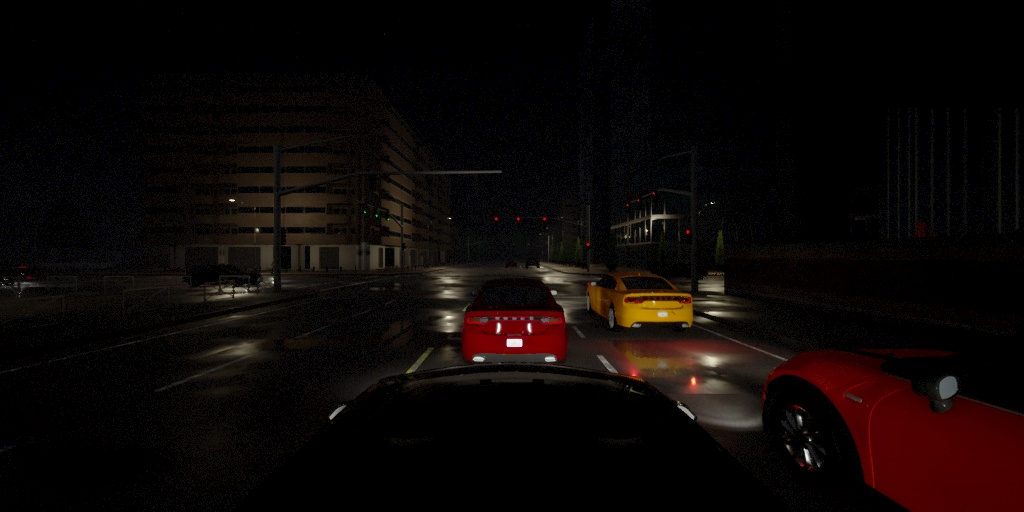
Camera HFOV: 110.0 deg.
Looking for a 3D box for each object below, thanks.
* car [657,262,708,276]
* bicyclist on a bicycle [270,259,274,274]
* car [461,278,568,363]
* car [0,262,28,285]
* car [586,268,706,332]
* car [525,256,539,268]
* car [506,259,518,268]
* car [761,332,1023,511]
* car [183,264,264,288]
[{"bbox_3d":[14.425,1.297,31.265,4.902,1.511,2.128,0,0,0],"label":"car"},{"bbox_3d":[-25.540,1.106,38.695,0.582,1.620,1.656,0,0,0],"label":"bicyclist on a bicycle"},{"bbox_3d":[0.058,1.228,8.164,1.882,1.535,5.008,0,0,0],"label":"car"},{"bbox_3d":[-36.586,1.310,24.257,4.892,1.490,1.837,0,0,0],"label":"car"},{"bbox_3d":[3.577,1.228,10.940,1.882,1.535,5.008,0,0,0],"label":"car"},{"bbox_3d":[3.385,0.971,60.722,2.150,2.045,5.566,0,0,1],"label":"car"},{"bbox_3d":[-0.092,1.275,62.439,1.812,1.442,4.674,0,0,1],"label":"car"},{"bbox_3d":[3.600,1.102,1.794,2.097,1.767,4.553,0,0,0],"label":"car"},{"bbox_3d":[-19.430,1.331,24.208,4.674,1.442,1.812,0,0,0],"label":"car"}]
